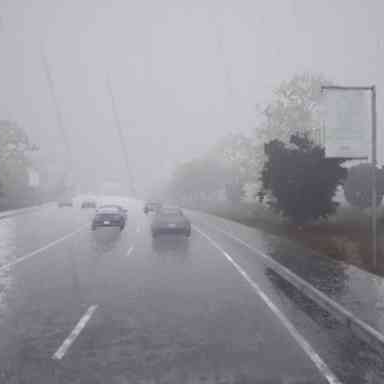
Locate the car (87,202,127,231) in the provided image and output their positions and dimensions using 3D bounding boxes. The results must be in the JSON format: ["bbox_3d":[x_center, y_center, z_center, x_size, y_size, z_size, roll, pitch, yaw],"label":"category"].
[{"bbox_3d":[-5.085,1.538,20.849,1.812,1.442,4.674,0,0,-8],"label":"car"}]

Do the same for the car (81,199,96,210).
[{"bbox_3d":[-13.406,1.625,43.507,1.895,1.301,4.718,0,0,-14],"label":"car"}]

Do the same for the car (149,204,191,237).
[{"bbox_3d":[-1.201,1.569,18.045,1.994,1.385,4.181,0,0,-7],"label":"car"}]

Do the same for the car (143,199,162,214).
[{"bbox_3d":[-4.148,1.505,35.284,2.128,1.511,4.902,0,0,-12],"label":"car"}]

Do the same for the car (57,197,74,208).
[{"bbox_3d":[-18.062,1.536,47.672,1.837,1.490,4.892,0,-1,-14],"label":"car"}]
